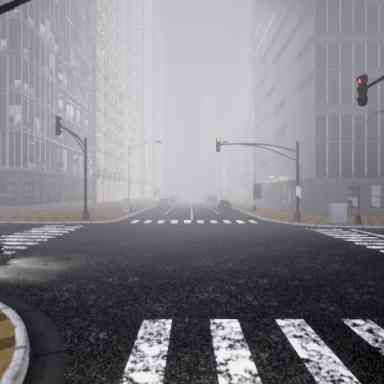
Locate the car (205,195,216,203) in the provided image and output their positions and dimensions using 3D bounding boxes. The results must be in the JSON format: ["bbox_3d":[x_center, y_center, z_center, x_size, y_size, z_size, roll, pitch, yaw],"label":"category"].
[{"bbox_3d":[3.803,1.430,69.498,1.967,1.590,4.097,0,0,0],"label":"car"}]

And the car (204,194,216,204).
[{"bbox_3d":[3.823,1.311,63.970,2.192,1.841,5.009,0,0,0],"label":"car"}]

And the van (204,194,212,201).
[{"bbox_3d":[3.763,1.319,80.553,1.690,1.788,3.998,0,0,0],"label":"van"}]

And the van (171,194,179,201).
[{"bbox_3d":[-4.117,1.319,80.525,1.690,1.788,3.998,0,0,0],"label":"van"}]

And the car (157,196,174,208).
[{"bbox_3d":[-3.997,1.591,47.359,1.802,1.307,4.206,0,0,0],"label":"car"}]

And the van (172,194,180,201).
[{"bbox_3d":[-4.137,1.313,86.052,1.690,1.788,3.998,0,0,0],"label":"van"}]

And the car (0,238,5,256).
[{"bbox_3d":[-7.899,1.448,9.751,4.181,1.385,1.994,1,0,-3],"label":"car"}]

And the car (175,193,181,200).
[{"bbox_3d":[-4.097,1.424,74.998,1.967,1.590,4.097,0,0,0],"label":"car"}]

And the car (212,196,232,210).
[{"bbox_3d":[3.952,1.578,41.861,1.947,1.339,4.313,0,0,0],"label":"car"}]

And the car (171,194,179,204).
[{"bbox_3d":[-4.057,1.562,63.942,1.947,1.339,4.313,0,0,0],"label":"car"}]
